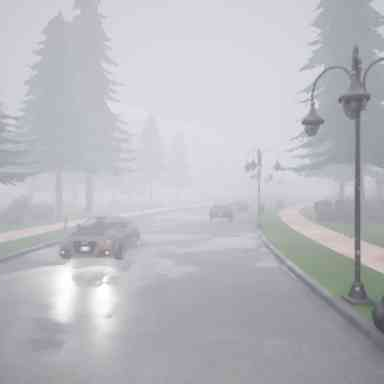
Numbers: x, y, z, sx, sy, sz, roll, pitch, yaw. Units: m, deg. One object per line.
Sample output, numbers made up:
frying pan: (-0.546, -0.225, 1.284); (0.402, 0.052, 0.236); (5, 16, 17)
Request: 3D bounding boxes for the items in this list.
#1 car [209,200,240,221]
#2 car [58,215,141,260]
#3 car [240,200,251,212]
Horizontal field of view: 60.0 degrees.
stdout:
car: (2.574, 1.533, 27.573); (2.128, 1.511, 4.902); (0, 0, 11)
car: (-3.223, 1.583, 12.351); (1.994, 1.385, 4.181); (0, 0, 3)
car: (5.819, 1.623, 39.793); (1.994, 1.385, 4.181); (0, 0, 18)
